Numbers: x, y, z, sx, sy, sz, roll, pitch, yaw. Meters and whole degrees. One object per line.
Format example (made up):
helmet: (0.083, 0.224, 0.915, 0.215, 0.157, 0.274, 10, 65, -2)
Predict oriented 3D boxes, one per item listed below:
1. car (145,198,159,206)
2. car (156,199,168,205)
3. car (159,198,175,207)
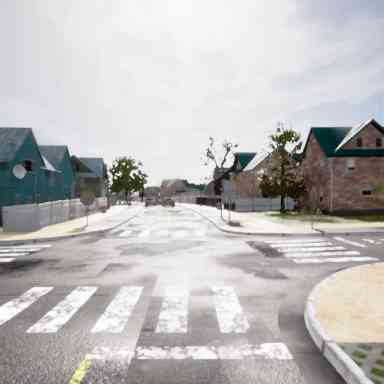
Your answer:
car: (-7.502, 1.822, 60.098, 1.812, 1.442, 4.674, 0, -1, -10)
car: (-6.009, 1.973, 66.390, 1.895, 1.301, 4.718, 0, -1, -13)
car: (-4.024, 1.763, 56.465, 1.837, 1.490, 4.892, 0, -1, -10)
